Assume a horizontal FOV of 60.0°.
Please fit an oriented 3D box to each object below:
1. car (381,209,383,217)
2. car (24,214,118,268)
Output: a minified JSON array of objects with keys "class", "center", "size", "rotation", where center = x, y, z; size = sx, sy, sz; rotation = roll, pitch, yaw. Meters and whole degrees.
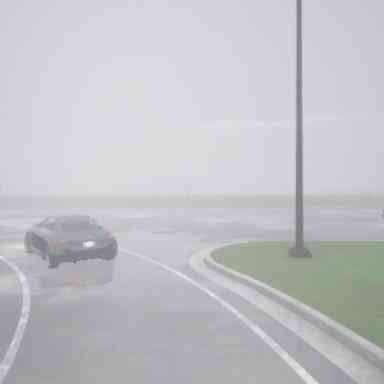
[{"class":"car","center":[13.247,1.187,18.403],"size":[4.718,1.301,1.895],"rotation":[0,1,5]},{"class":"car","center":[-4.044,1.400,10.857],"size":[1.994,1.385,4.181],"rotation":[-1,1,-36]}]
